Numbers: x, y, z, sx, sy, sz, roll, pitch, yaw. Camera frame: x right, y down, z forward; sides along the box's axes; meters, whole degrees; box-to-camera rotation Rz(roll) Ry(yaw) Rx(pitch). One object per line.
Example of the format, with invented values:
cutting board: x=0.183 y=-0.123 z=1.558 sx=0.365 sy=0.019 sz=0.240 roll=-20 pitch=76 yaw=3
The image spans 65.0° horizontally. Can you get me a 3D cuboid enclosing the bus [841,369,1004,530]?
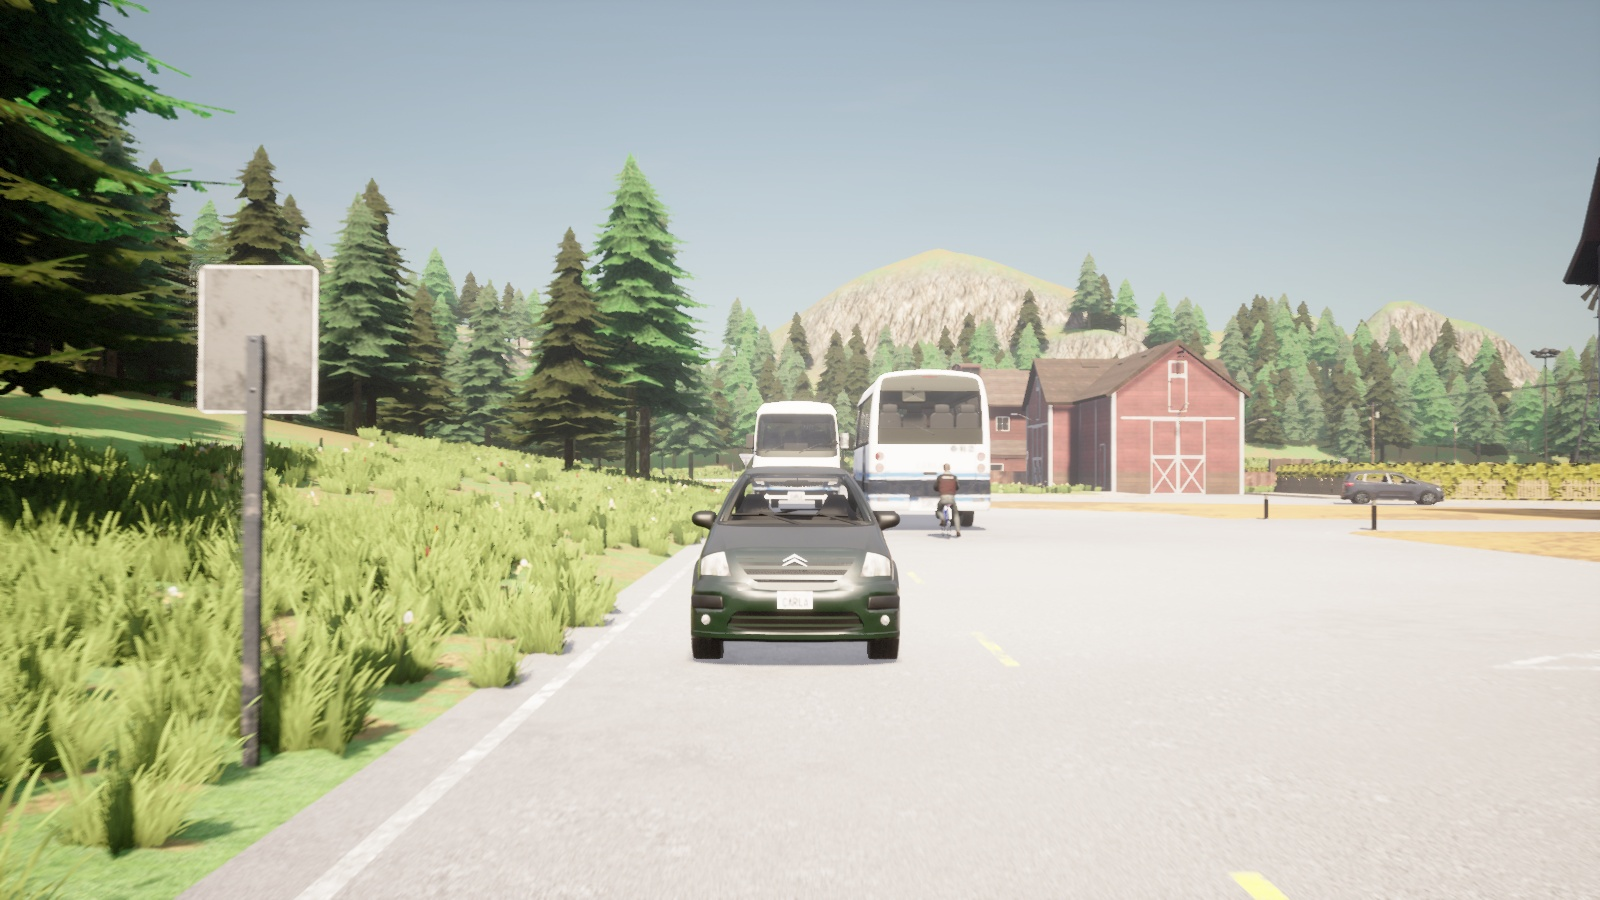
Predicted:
bus: x=3.402 y=0.067 z=38.347 sx=3.944 sy=4.253 sz=10.273 roll=0 pitch=-1 yaw=0

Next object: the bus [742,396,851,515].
bus: x=-0.128 y=0.285 z=50.525 sx=3.944 sy=4.253 sz=10.273 roll=0 pitch=-1 yaw=0

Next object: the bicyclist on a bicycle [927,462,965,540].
bicyclist on a bicycle: x=3.428 y=1.166 z=29.535 sx=0.659 sy=1.776 sz=1.843 roll=0 pitch=-1 yaw=0

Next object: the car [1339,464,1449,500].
car: x=28.970 y=1.547 z=61.411 sx=4.611 sy=1.667 sz=2.242 roll=0 pitch=-1 yaw=17

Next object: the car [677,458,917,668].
car: x=-0.029 y=0.910 z=11.738 sx=1.851 sy=1.617 sz=3.988 roll=0 pitch=-1 yaw=0
